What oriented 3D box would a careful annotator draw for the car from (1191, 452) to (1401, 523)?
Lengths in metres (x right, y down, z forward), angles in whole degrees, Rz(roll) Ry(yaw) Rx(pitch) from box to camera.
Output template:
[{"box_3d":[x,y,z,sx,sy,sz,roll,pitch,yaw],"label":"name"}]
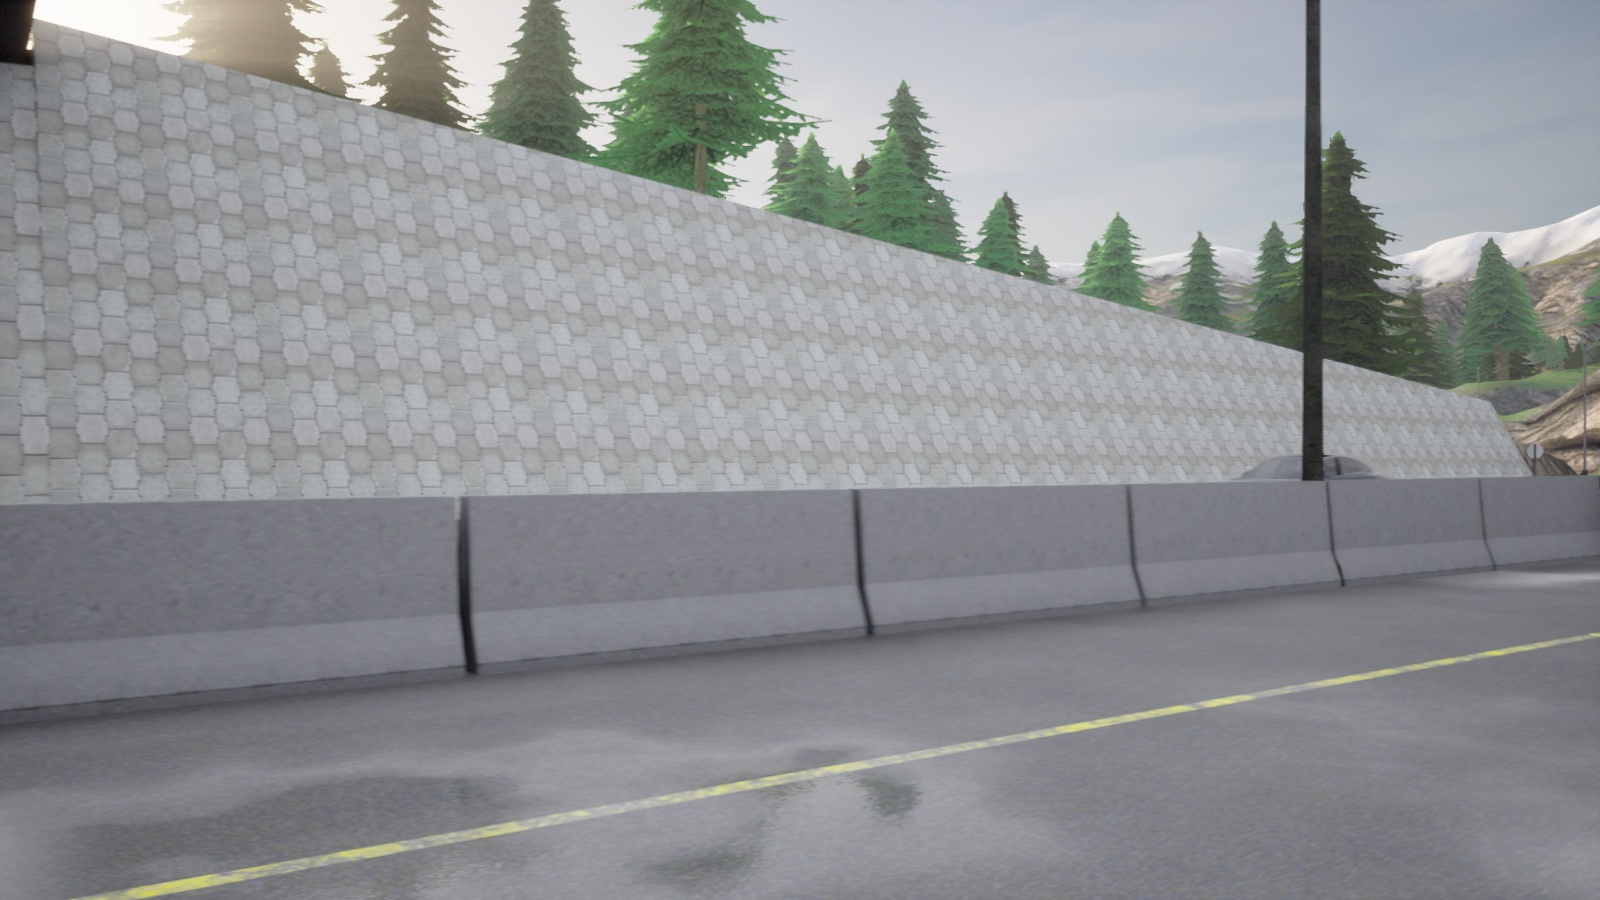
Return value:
[{"box_3d":[11.337,0.791,28.607,4.792,1.488,2.163,0,0,-35],"label":"car"}]
